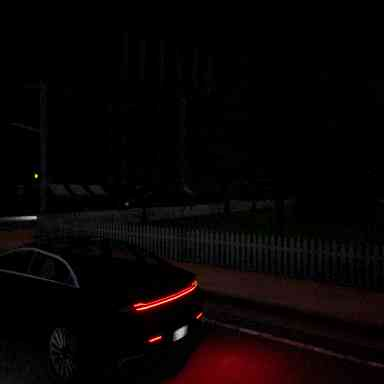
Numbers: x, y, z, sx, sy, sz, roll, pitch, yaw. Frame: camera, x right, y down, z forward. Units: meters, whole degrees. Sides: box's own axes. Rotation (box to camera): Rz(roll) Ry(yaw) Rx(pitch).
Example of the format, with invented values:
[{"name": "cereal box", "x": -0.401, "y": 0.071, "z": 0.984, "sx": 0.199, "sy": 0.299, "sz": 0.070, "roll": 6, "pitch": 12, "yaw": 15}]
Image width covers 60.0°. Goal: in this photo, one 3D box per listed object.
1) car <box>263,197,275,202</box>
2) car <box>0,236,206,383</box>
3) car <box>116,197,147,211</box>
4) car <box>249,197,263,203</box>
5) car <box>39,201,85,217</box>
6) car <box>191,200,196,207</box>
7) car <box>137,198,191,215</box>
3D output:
[{"name": "car", "x": 15.238, "y": 1.547, "z": 59.874, "sx": 2.033, "sy": 1.411, "sz": 5.357, "roll": 0, "pitch": 0, "yaw": 34}, {"name": "car", "x": -2.104, "y": 1.491, "z": 5.443, "sx": 4.902, "sy": 1.511, "sz": 2.128, "roll": 0, "pitch": 0, "yaw": 36}, {"name": "car", "x": -6.937, "y": 1.352, "z": 39.878, "sx": 2.097, "sy": 1.767, "sz": 4.553, "roll": 0, "pitch": 0, "yaw": 34}, {"name": "car", "x": 12.360, "y": 1.601, "z": 61.861, "sx": 1.895, "sy": 1.301, "sz": 4.718, "roll": 0, "pitch": 0, "yaw": 34}, {"name": "car", "x": -12.356, "y": 1.564, "z": 31.856, "sx": 1.994, "sy": 1.385, "sz": 4.181, "roll": 0, "pitch": 0, "yaw": 34}, {"name": "car", "x": -1.376, "y": 1.601, "z": 48.097, "sx": 1.895, "sy": 1.301, "sz": 4.718, "roll": 0, "pitch": 0, "yaw": 34}, {"name": "car", "x": -2.677, "y": 1.547, "z": 33.326, "sx": 2.033, "sy": 1.411, "sz": 5.357, "roll": 0, "pitch": 0, "yaw": 34}]
